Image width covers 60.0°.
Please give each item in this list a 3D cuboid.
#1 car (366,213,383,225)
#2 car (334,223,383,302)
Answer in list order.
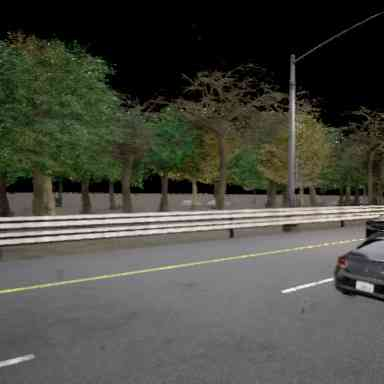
[{"bbox_3d":[9.946,1.591,15.289,5.008,1.535,1.882,1,0,-36],"label":"car"},{"bbox_3d":[5.015,1.581,7.408,4.674,1.442,1.812,1,0,-36],"label":"car"}]
